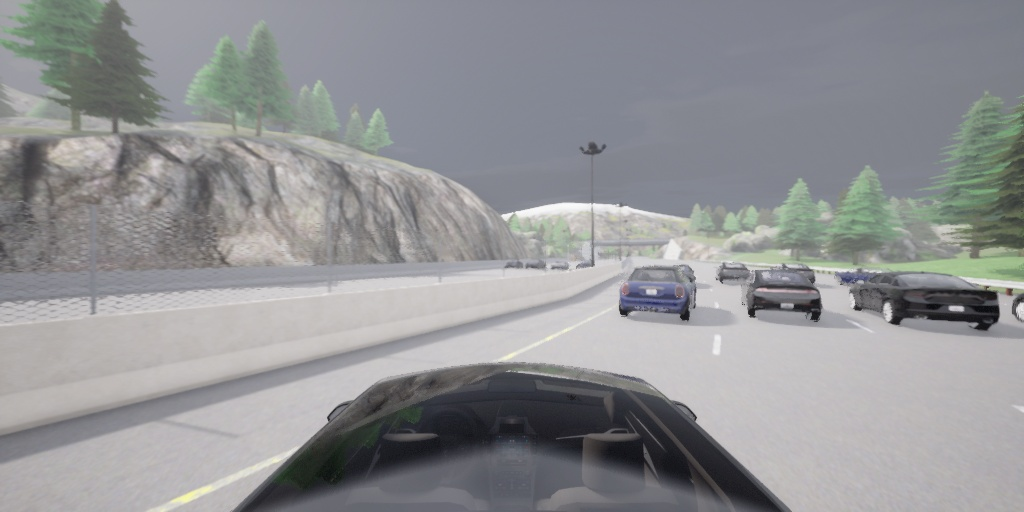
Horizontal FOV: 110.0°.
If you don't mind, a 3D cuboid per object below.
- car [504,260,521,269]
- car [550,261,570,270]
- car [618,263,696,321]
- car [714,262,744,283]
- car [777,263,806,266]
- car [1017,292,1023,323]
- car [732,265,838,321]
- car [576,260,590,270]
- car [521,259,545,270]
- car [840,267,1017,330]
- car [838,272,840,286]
[{"bbox_3d":[0.354,1.240,53.051,1.994,1.385,4.181,0,0,20],"label":"car"},{"bbox_3d":[6.710,1.283,50.017,1.895,1.301,4.718,0,0,20],"label":"car"},{"bbox_3d":[5.298,1.091,12.785,2.097,1.767,4.553,0,1,30],"label":"car"},{"bbox_3d":[16.242,1.210,26.577,2.128,1.511,4.902,0,0,25],"label":"car"},{"bbox_3d":[19.369,1.212,25.005,2.128,1.511,4.902,0,0,25],"label":"car"},{"bbox_3d":[15.103,1.248,8.809,1.837,1.490,4.892,0,0,29],"label":"car"},{"bbox_3d":[9.156,1.228,12.517,2.128,1.511,4.902,0,0,29],"label":"car"},{"bbox_3d":[9.991,1.231,48.786,2.033,1.411,5.357,0,0,20],"label":"car"},{"bbox_3d":[3.305,1.157,50.902,1.882,1.535,5.008,0,0,20],"label":"car"},{"bbox_3d":[12.466,1.217,11.272,1.882,1.535,5.008,0,-1,29],"label":"car"},{"bbox_3d":[21.891,1.326,22.107,1.895,1.301,4.718,0,0,25],"label":"car"}]
